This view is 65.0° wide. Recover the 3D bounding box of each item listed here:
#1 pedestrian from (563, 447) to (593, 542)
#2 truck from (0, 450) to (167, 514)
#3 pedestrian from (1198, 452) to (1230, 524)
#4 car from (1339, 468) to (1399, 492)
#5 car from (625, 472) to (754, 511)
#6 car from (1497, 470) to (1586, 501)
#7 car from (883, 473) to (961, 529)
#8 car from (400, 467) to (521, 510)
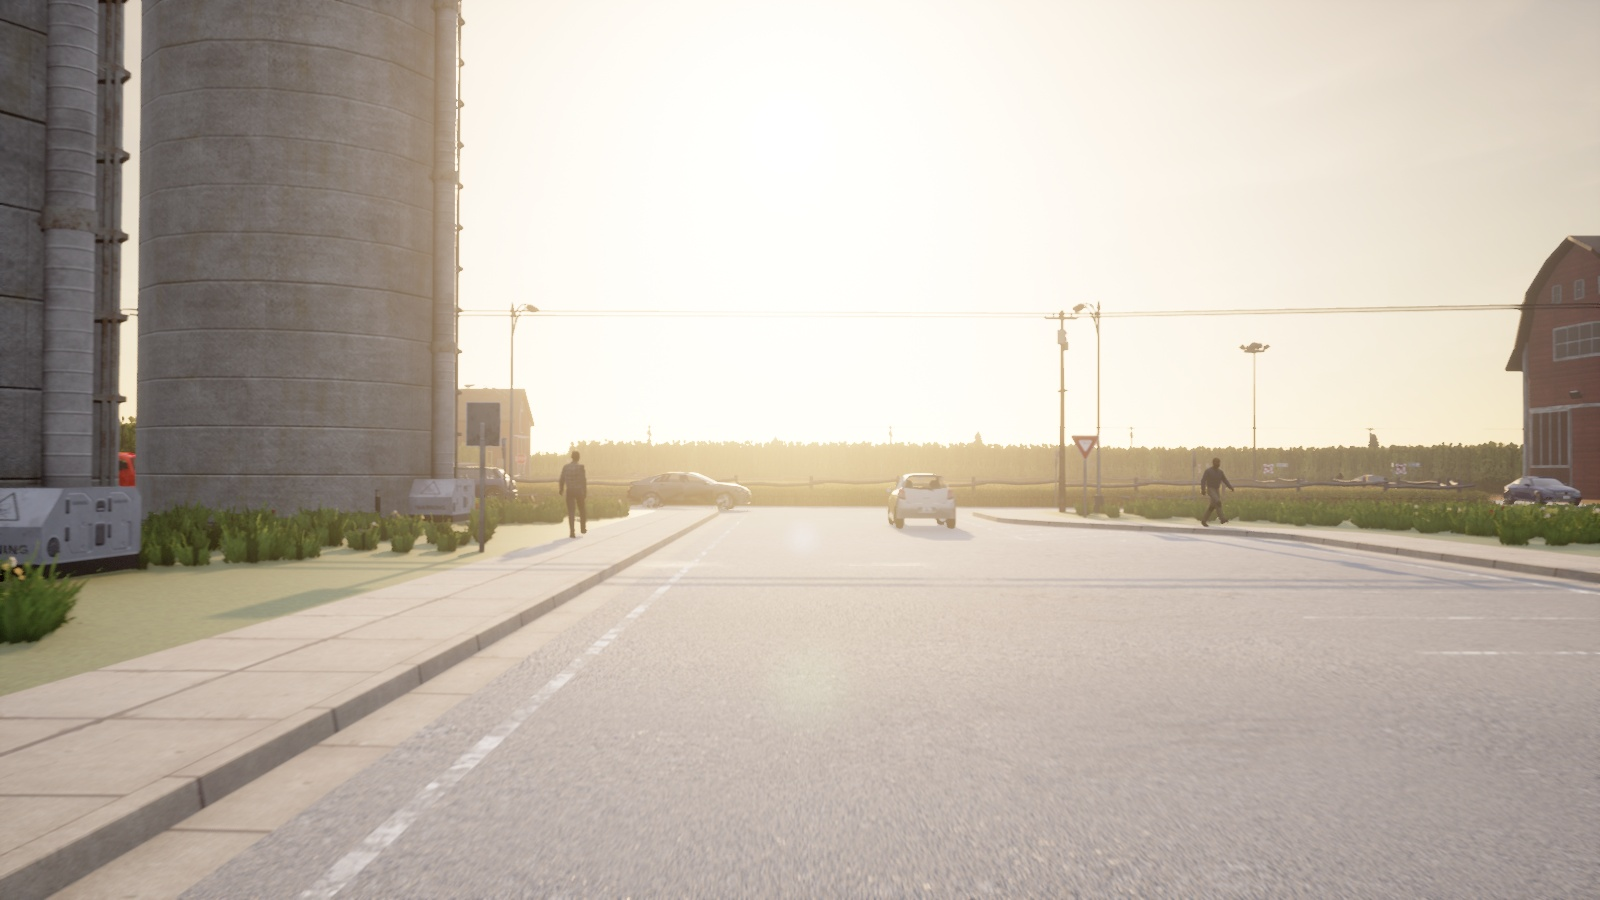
[{"bbox_3d":[-4.630,0.927,26.186,0.423,1.949,0.788,0,-1,5],"label":"pedestrian"},{"bbox_3d":[-28.556,1.276,50.108,5.204,2.467,2.627,0,-1,1],"label":"truck"},{"bbox_3d":[10.691,0.970,32.417,0.370,1.835,0.726,0,-1,-23],"label":"pedestrian"},{"bbox_3d":[38.947,2.039,86.101,1.801,1.575,5.366,0,-1,1],"label":"car"},{"bbox_3d":[-4.319,1.622,49.806,4.902,1.511,2.128,0,-1,1],"label":"car"},{"bbox_3d":[36.159,1.723,61.369,1.812,1.442,4.674,0,-1,3],"label":"car"},{"bbox_3d":[3.415,1.413,35.735,1.845,1.501,3.633,0,-1,0],"label":"car"},{"bbox_3d":[-14.396,1.625,53.437,4.553,1.767,2.097,0,-1,1],"label":"car"}]
